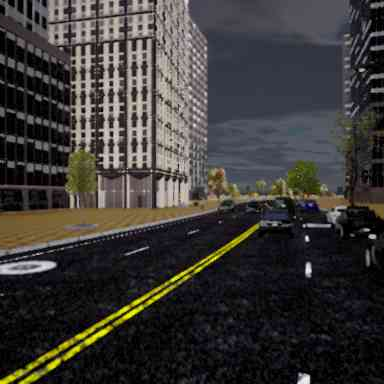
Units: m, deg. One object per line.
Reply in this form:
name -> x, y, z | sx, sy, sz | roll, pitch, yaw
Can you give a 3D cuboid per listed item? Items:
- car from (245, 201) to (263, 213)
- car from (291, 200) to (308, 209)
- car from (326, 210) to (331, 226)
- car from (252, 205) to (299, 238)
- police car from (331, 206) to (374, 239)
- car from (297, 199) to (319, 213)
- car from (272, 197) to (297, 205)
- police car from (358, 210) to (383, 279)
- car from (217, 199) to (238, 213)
car -> 7.746, 1.861, 41.311 | 1.837, 1.490, 4.892 | 0, -1, 14
car -> 18.194, 2.029, 56.496 | 2.033, 1.411, 5.357 | 0, -1, 11
car -> 10.692, 1.716, 23.635 | 1.812, 1.442, 4.674 | 0, -1, 17
car -> 4.863, 1.705, 18.918 | 2.033, 1.411, 5.357 | 0, -1, 17
police car -> 8.901, 1.568, 17.925 | 1.930, 1.638, 5.238 | 0, -1, 18
car -> 15.003, 1.708, 42.677 | 2.097, 1.767, 4.553 | 0, -1, 14
car -> 9.946, 1.526, 36.119 | 2.150, 2.045, 5.566 | 0, 0, 15
police car -> 5.655, 1.489, 8.299 | 1.930, 1.638, 5.238 | 0, -1, 19
car -> 4.538, 1.719, 41.897 | 2.097, 1.767, 4.553 | 0, -1, 14
